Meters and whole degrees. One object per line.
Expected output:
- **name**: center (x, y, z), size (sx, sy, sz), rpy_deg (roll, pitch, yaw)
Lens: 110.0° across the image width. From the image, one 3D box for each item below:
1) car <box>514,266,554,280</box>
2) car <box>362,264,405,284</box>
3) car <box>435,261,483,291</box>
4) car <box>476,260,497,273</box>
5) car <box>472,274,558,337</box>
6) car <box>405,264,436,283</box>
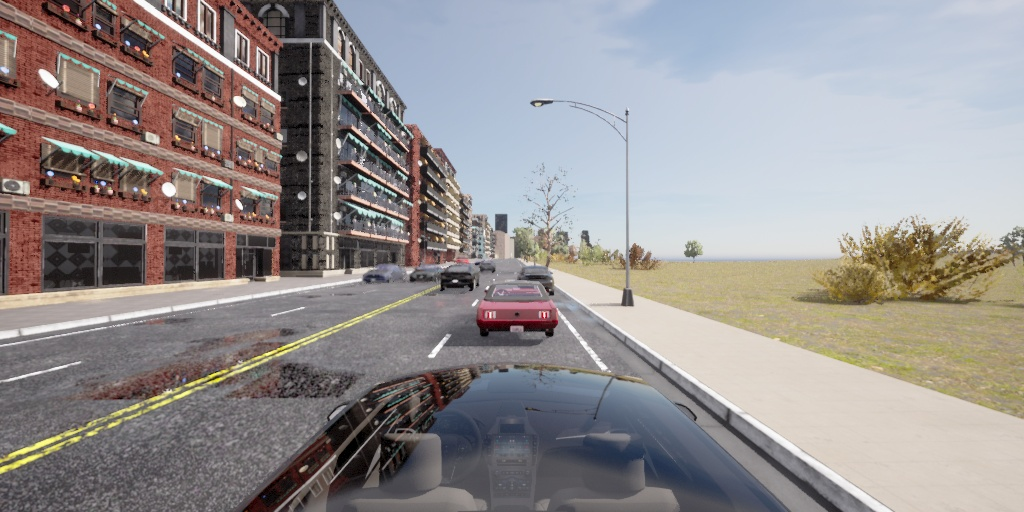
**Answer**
- **car**: center (1.203, 1.270, 19.493), size (1.837, 1.490, 4.892), rpy_deg (0, 0, 0)
- **car**: center (-9.753, 1.318, 27.906), size (2.033, 1.411, 5.357), rpy_deg (0, 0, 0)
- **car**: center (-3.076, 1.244, 21.938), size (1.882, 1.535, 5.008), rpy_deg (0, 0, 0)
- **car**: center (-2.991, 1.271, 44.613), size (2.128, 1.511, 4.902), rpy_deg (0, 0, 0)
- **car**: center (0.130, 1.358, 10.292), size (1.895, 1.301, 4.718), rpy_deg (0, 0, 0)
- **car**: center (-6.504, 1.335, 27.758), size (1.994, 1.385, 4.181), rpy_deg (0, 0, 0)
